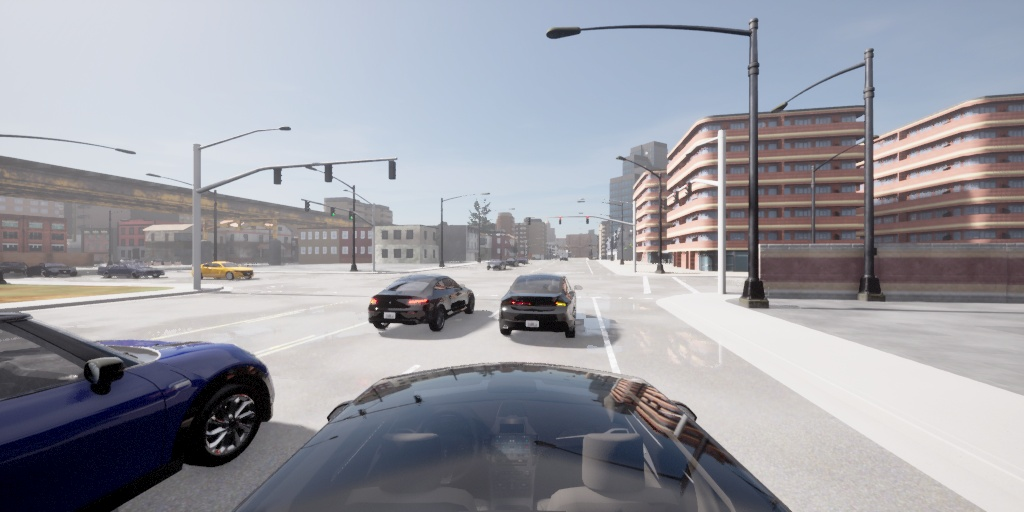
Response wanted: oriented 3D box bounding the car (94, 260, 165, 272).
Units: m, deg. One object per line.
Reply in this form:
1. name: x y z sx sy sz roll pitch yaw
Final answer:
1. car: -34.267 1.297 32.211 5.357 1.411 2.033 0 0 9

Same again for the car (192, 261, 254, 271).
1. car: -24.608 1.228 30.581 5.008 1.535 1.882 0 0 10

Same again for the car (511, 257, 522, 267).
1. car: -0.166 0.950 57.806 1.882 1.535 5.008 0 1 11

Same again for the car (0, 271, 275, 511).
1. car: -3.858 1.102 2.175 2.097 1.767 4.553 0 0 6

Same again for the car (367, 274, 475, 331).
1. car: -2.540 1.276 10.953 1.812 1.442 4.674 0 0 11

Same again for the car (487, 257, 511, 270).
1. car: -2.047 1.106 48.090 2.128 1.511 4.902 0 1 11

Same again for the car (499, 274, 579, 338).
1. car: 0.906 1.255 10.314 1.837 1.490 4.892 0 0 11

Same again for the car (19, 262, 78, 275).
1. car: -43.986 1.314 34.241 4.181 1.385 1.994 0 0 15
